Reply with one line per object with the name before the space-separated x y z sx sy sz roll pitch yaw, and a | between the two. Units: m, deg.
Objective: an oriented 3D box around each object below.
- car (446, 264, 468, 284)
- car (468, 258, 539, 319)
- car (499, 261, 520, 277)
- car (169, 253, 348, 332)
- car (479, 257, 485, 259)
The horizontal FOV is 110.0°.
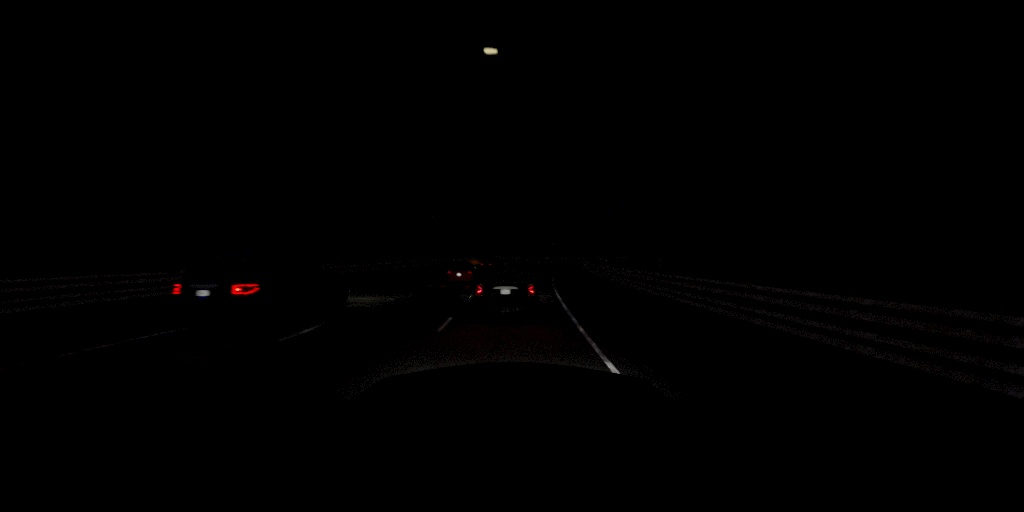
car | -3.647 1.269 26.699 1.994 1.385 4.181 0 0 0
car | -0.209 1.093 12.905 2.097 1.767 4.553 0 0 0
car | -0.215 1.260 35.617 1.994 1.385 4.181 0 0 0
car | -7.147 0.949 10.960 2.150 2.045 5.566 0 0 0
car | -3.556 1.200 52.000 2.033 1.411 5.357 0 0 0
